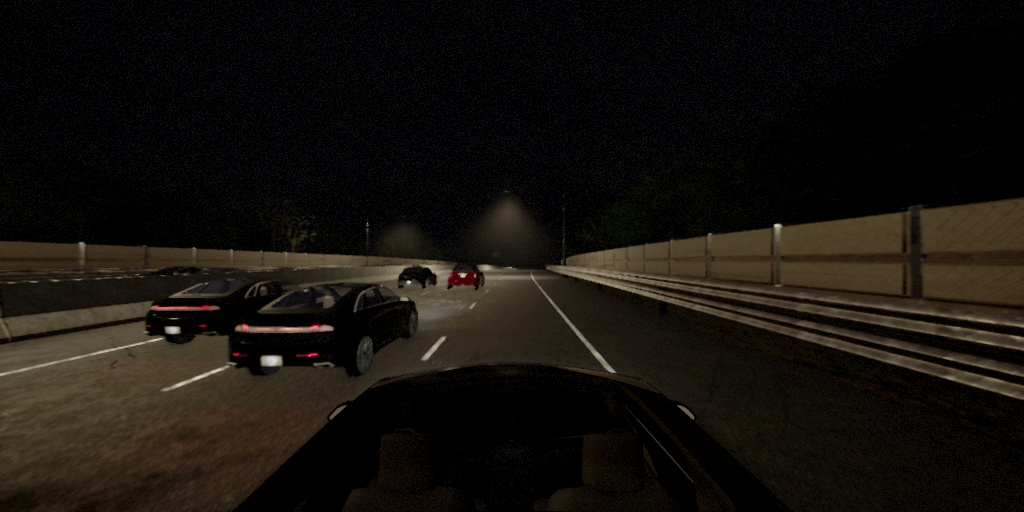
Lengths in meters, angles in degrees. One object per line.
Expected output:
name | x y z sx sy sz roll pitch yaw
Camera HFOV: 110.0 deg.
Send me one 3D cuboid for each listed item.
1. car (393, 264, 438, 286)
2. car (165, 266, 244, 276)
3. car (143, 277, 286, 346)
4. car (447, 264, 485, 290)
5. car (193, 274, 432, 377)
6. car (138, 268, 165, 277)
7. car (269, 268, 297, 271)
car | -6.645 1.509 25.694 1.837 1.490 4.892 0 -1 1
car | -20.852 1.540 25.463 2.033 1.411 5.357 0 -1 1
car | -6.865 1.314 9.701 2.128 1.511 4.902 0 -1 0
car | -3.150 1.354 25.336 2.097 1.767 4.553 0 -1 1
car | -3.381 1.295 7.494 2.128 1.511 4.902 0 -1 0
car | -24.332 1.504 26.055 1.837 1.490 4.892 0 -1 1
car | -17.310 1.583 26.957 1.994 1.385 4.181 0 -1 1
